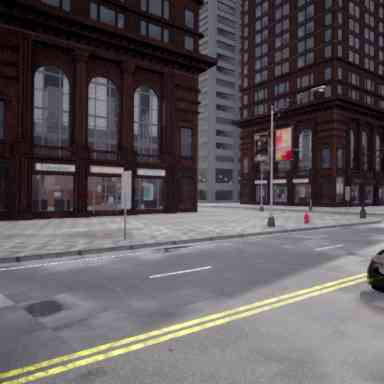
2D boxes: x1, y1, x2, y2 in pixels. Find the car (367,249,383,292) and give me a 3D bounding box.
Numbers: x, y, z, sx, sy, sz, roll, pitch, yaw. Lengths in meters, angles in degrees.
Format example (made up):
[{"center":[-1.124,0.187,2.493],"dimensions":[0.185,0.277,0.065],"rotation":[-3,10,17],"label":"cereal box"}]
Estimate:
[{"center":[5.916,1.575,7.681],"dimensions":[4.181,1.385,1.994],"rotation":[0,0,-35],"label":"car"}]
